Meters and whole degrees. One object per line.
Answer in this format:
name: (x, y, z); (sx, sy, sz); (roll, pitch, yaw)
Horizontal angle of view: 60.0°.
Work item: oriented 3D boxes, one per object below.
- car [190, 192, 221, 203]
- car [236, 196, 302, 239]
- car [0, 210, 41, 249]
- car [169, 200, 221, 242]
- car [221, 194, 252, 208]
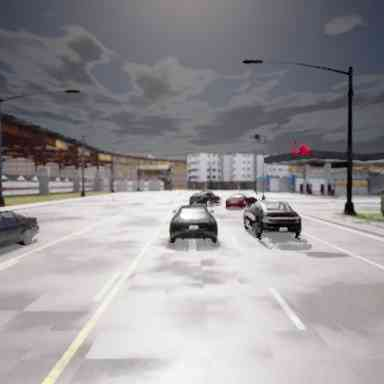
car: (1.527, 0.722, 34.846); (1.837, 1.490, 4.892); (-3, 0, 29)
car: (3.558, 1.177, 15.375); (2.128, 1.511, 4.902); (0, 1, 0)
car: (-7.070, 1.337, 11.136); (2.033, 1.411, 5.357); (0, 1, 1)
car: (0.059, 1.267, 14.748); (1.994, 1.385, 4.181); (0, 1, 0)
car: (5.023, 0.840, 32.352); (1.994, 1.385, 4.181); (0, 1, 36)
